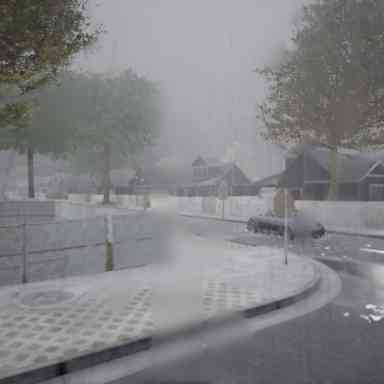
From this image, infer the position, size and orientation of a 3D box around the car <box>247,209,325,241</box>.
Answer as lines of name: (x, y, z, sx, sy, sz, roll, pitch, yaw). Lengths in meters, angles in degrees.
car: (4.560, 1.527, 16.680, 1.994, 1.385, 4.181, 0, 0, -24)
